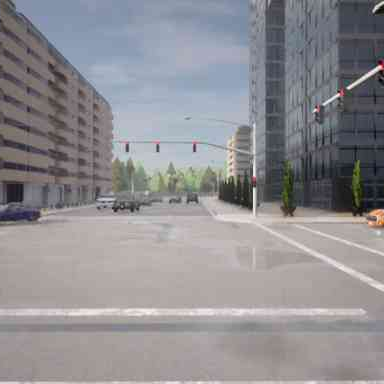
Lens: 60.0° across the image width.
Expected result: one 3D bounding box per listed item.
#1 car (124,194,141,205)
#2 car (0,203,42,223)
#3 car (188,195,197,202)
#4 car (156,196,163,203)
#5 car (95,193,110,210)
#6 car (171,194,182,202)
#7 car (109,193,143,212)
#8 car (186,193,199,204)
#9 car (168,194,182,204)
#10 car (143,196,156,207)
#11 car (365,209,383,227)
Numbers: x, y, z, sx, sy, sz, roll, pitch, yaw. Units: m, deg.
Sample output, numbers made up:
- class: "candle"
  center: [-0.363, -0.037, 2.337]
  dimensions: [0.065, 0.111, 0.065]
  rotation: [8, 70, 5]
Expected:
- class: "car"
  center: [-10.639, 1.327, 59.772]
  dimensions: [2.097, 1.767, 4.553]
  rotation: [0, 0, 1]
- class: "car"
  center: [-13.067, 1.544, 23.769]
  dimensions: [1.812, 1.442, 4.674]
  rotation: [1, 0, 28]
- class: "car"
  center: [0.119, 1.469, 74.576]
  dimensions: [1.837, 1.490, 4.892]
  rotation: [0, 0, 1]
- class: "car"
  center: [-6.983, 1.536, 67.684]
  dimensions: [1.994, 1.385, 4.181]
  rotation: [0, 0, 1]
- class: "car"
  center: [-10.872, 1.205, 43.497]
  dimensions: [2.150, 2.045, 5.566]
  rotation: [0, 0, 1]
- class: "car"
  center: [-3.389, 1.324, 74.301]
  dimensions: [2.097, 1.767, 4.553]
  rotation: [0, 0, 1]
- class: "car"
  center: [-7.408, 1.206, 38.155]
  dimensions: [2.150, 2.045, 5.566]
  rotation: [0, 0, 1]
- class: "car"
  center: [0.080, 1.195, 63.863]
  dimensions: [2.150, 2.045, 5.566]
  rotation: [0, 0, 1]
- class: "car"
  center: [-3.414, 1.499, 64.283]
  dimensions: [1.812, 1.442, 4.674]
  rotation: [0, 0, 1]
- class: "car"
  center: [-7.283, 1.526, 50.780]
  dimensions: [2.033, 1.411, 5.357]
  rotation: [0, 0, 1]
- class: "car"
  center: [13.585, 1.399, 21.136]
  dimensions: [4.553, 1.767, 2.097]
  rotation: [0, 0, 0]
